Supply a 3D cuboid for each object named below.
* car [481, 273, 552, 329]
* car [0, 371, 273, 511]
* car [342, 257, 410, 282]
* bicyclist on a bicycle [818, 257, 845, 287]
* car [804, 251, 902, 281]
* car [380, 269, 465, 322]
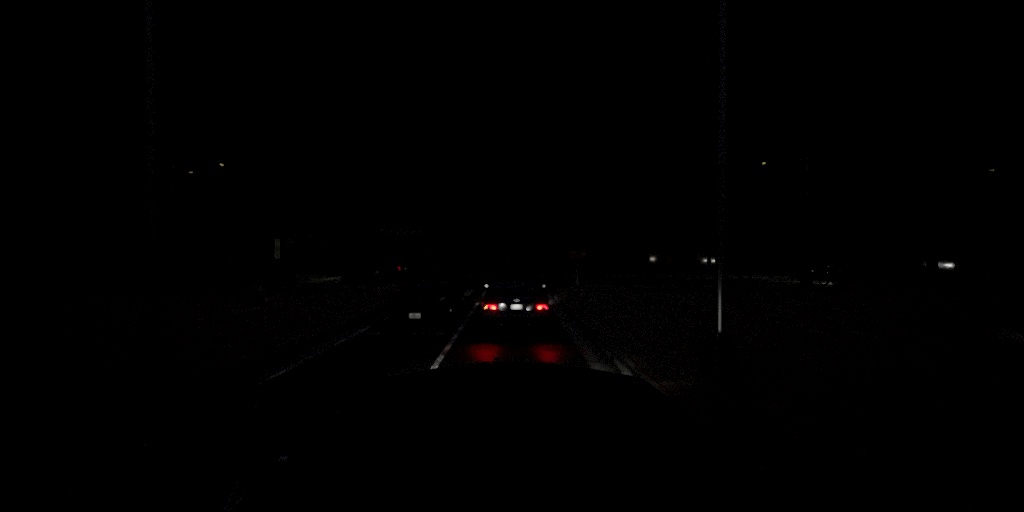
[{"bbox_3d":[0.098,1.212,10.871,2.033,1.411,5.357,0,0,0],"label":"car"},{"bbox_3d":[-2.639,1.322,0.976,1.948,1.339,4.313,0,0,0],"label":"car"},{"bbox_3d":[-9.545,0.897,25.267,4.553,1.767,2.097,0,1,8],"label":"car"},{"bbox_3d":[17.384,0.858,19.525,0.582,1.620,1.656,0,0,0],"label":"bicyclist on a bicycle"},{"bbox_3d":[24.047,0.697,25.369,5.566,2.045,2.150,0,1,0],"label":"car"},{"bbox_3d":[-2.623,1.221,11.880,1.948,1.339,4.313,0,0,0],"label":"car"}]
